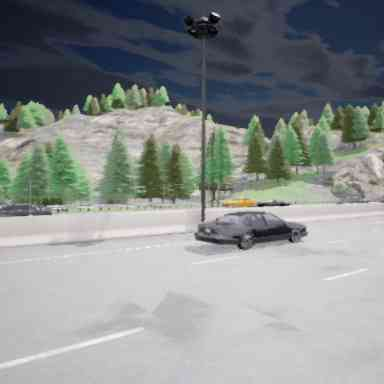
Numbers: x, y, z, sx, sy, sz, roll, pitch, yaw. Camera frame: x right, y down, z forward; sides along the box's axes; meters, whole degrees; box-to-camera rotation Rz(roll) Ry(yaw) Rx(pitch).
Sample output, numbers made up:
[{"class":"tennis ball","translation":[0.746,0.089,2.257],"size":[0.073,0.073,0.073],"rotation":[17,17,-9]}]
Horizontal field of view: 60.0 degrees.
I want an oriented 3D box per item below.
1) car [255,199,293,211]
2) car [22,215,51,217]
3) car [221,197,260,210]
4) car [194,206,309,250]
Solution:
[{"class":"car","translation":[10.250,1.542,41.395],"size":[4.718,1.301,1.895],"rotation":[0,0,-35]},{"class":"car","translation":[-11.600,1.455,21.500],"size":[4.892,1.490,1.837],"rotation":[0,0,-35]},{"class":"car","translation":[6.288,1.412,42.865],"size":[5.008,1.535,1.882],"rotation":[0,0,-35]},{"class":"car","translation":[2.635,1.526,14.143],"size":[5.357,1.411,2.033],"rotation":[0,0,-36]}]
